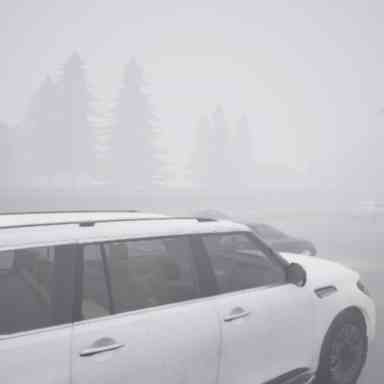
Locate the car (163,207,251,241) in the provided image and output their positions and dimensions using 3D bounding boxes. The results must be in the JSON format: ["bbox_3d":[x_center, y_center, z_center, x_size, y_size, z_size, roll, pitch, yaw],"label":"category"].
[{"bbox_3d":[0.823,1.565,17.235,4.181,1.385,1.994,0,0,-36],"label":"car"}]

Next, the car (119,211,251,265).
[{"bbox_3d":[-0.132,1.526,12.269,4.674,1.442,1.812,0,0,-36],"label":"car"}]

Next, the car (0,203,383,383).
[{"bbox_3d":[-0.316,1.222,3.522,5.566,2.045,2.150,0,0,-36],"label":"car"}]

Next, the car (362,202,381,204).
[{"bbox_3d":[14.665,1.529,27.112,4.674,1.442,1.812,0,0,-36],"label":"car"}]

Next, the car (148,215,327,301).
[{"bbox_3d":[1.411,1.505,9.050,4.892,1.490,1.837,0,0,-36],"label":"car"}]
